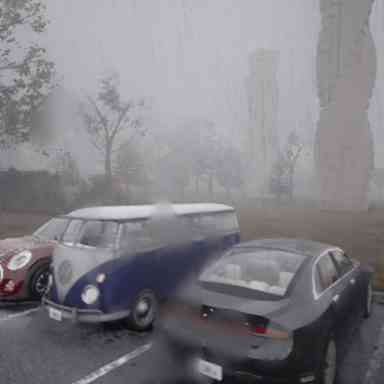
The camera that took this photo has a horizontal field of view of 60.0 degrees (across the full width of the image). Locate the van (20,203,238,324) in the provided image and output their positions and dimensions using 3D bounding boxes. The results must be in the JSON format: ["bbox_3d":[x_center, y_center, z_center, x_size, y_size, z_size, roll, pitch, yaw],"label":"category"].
[{"bbox_3d":[-0.748,1.245,6.764,1.878,1.987,4.442,0,0,36],"label":"van"}]

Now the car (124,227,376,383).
[{"bbox_3d":[1.561,1.478,5.252,2.231,1.521,4.892,0,0,36],"label":"car"}]

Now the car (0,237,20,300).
[{"bbox_3d":[-2.904,1.332,8.483,2.185,1.767,4.553,1,0,36],"label":"car"}]
